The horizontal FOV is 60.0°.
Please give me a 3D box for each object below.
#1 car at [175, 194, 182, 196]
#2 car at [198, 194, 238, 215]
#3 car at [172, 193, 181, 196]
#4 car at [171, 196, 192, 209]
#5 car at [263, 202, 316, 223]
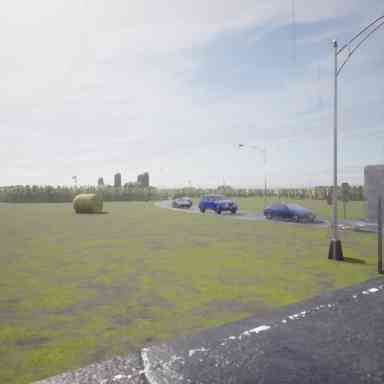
[{"bbox_3d":[-1.265,1.585,56.804,1.812,1.442,4.674,-1,0,-12],"label":"car"},{"bbox_3d":[2.710,1.280,36.140,2.150,2.045,5.566,-1,0,-27],"label":"car"},{"bbox_3d":[-3.041,1.297,66.977,2.150,2.045,5.566,0,0,-6],"label":"car"},{"bbox_3d":[-1.617,1.624,47.388,2.033,1.411,5.357,-1,0,-17],"label":"car"},{"bbox_3d":[7.681,1.559,26.615,1.812,1.442,4.674,-1,0,-30],"label":"car"}]
